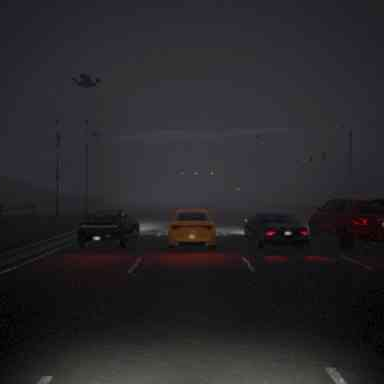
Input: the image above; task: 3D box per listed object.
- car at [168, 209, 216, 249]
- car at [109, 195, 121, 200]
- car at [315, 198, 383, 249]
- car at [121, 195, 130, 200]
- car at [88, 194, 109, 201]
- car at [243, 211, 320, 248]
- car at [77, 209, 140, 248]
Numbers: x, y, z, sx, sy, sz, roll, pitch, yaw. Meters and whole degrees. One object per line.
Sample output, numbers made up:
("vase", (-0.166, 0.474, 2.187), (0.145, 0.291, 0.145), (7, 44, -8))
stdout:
("car", (0.000, 1.482, 14.650), (1.882, 1.535, 5.008), (0, 0, 0))
("car", (-21.989, 1.500, 88.301), (5.357, 1.411, 2.033), (0, 0, 39))
("car", (7.000, 1.255, 14.680), (2.150, 2.045, 5.566), (0, 0, 0))
("car", (-20.174, 1.469, 91.359), (5.008, 1.535, 1.882), (0, 0, 39))
("car", (-24.410, 1.325, 85.773), (4.553, 1.767, 2.097), (0, 0, 39))
("car", (3.500, 1.560, 14.650), (2.033, 1.411, 5.357), (0, 0, 0))
("car", (-3.500, 1.492, 14.650), (2.128, 1.511, 4.902), (0, 0, 0))
